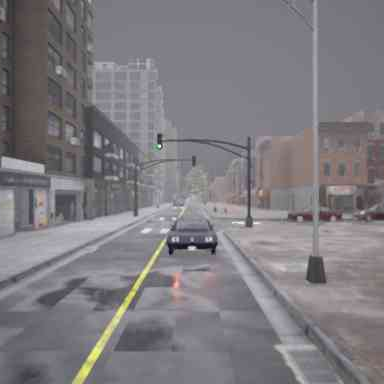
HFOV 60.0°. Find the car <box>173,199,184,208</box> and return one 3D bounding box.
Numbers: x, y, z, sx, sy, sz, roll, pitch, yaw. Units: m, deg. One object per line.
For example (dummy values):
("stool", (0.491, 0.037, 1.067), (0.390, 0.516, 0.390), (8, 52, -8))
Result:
("car", (-2.717, 2.227, 67.338), (2.097, 1.767, 4.553), (0, -1, 0))

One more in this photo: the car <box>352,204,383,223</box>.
("car", (15.851, 1.739, 28.343), (4.097, 1.590, 1.967), (0, 0, 0))

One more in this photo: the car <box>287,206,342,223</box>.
("car", (10.388, 1.849, 28.349), (4.507, 1.381, 1.887), (0, 0, 0))

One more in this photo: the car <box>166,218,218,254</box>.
("car", (0.012, 1.748, 14.113), (1.895, 1.301, 4.718), (0, -1, 0))
